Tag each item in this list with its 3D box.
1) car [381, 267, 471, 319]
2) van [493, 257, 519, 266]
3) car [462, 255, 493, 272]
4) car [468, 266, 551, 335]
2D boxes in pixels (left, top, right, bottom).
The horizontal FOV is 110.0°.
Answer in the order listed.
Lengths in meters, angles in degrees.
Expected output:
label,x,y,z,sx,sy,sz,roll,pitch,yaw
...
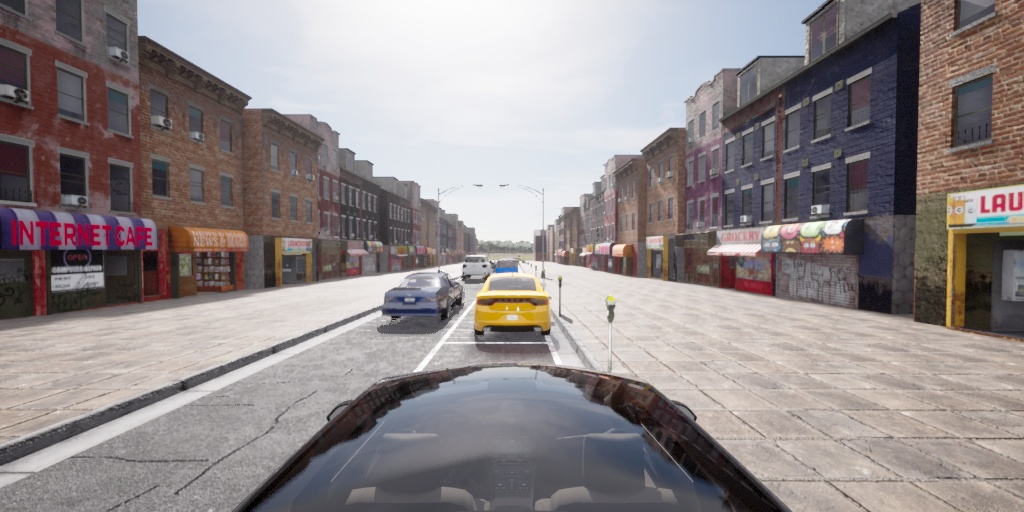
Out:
label,x,y,z,sx,sy,sz,roll,pitch,yaw
car,-2.896,1.293,12.688,2.033,1.411,5.357,0,0,0
van,-0.329,1.081,27.389,1.690,1.789,3.998,0,0,0
car,-2.970,0.960,30.769,2.150,2.045,5.566,0,0,0
car,0.015,1.224,10.498,1.882,1.535,5.008,0,0,0
